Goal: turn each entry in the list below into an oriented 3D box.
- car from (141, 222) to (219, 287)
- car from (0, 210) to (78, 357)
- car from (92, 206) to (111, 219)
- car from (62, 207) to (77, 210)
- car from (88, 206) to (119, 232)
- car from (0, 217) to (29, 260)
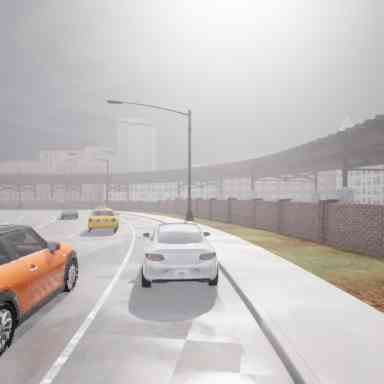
[{"bbox_3d":[-0.407,1.583,9.382,1.812,1.442,4.674,0,-1,-5],"label":"car"},{"bbox_3d":[-3.690,1.376,6.109,2.097,1.767,4.553,0,-1,-3],"label":"car"},{"bbox_3d":[-10.749,2.349,39.283,1.812,1.442,4.674,0,-2,-20],"label":"car"},{"bbox_3d":[-15.024,2.492,40.609,1.895,1.301,4.718,0,-2,-23],"label":"car"},{"bbox_3d":[-5.929,1.789,22.530,1.801,1.575,5.366,0,-2,-11],"label":"car"},{"bbox_3d":[-7.585,1.691,11.639,1.895,1.301,4.718,0,-1,-6],"label":"car"}]
